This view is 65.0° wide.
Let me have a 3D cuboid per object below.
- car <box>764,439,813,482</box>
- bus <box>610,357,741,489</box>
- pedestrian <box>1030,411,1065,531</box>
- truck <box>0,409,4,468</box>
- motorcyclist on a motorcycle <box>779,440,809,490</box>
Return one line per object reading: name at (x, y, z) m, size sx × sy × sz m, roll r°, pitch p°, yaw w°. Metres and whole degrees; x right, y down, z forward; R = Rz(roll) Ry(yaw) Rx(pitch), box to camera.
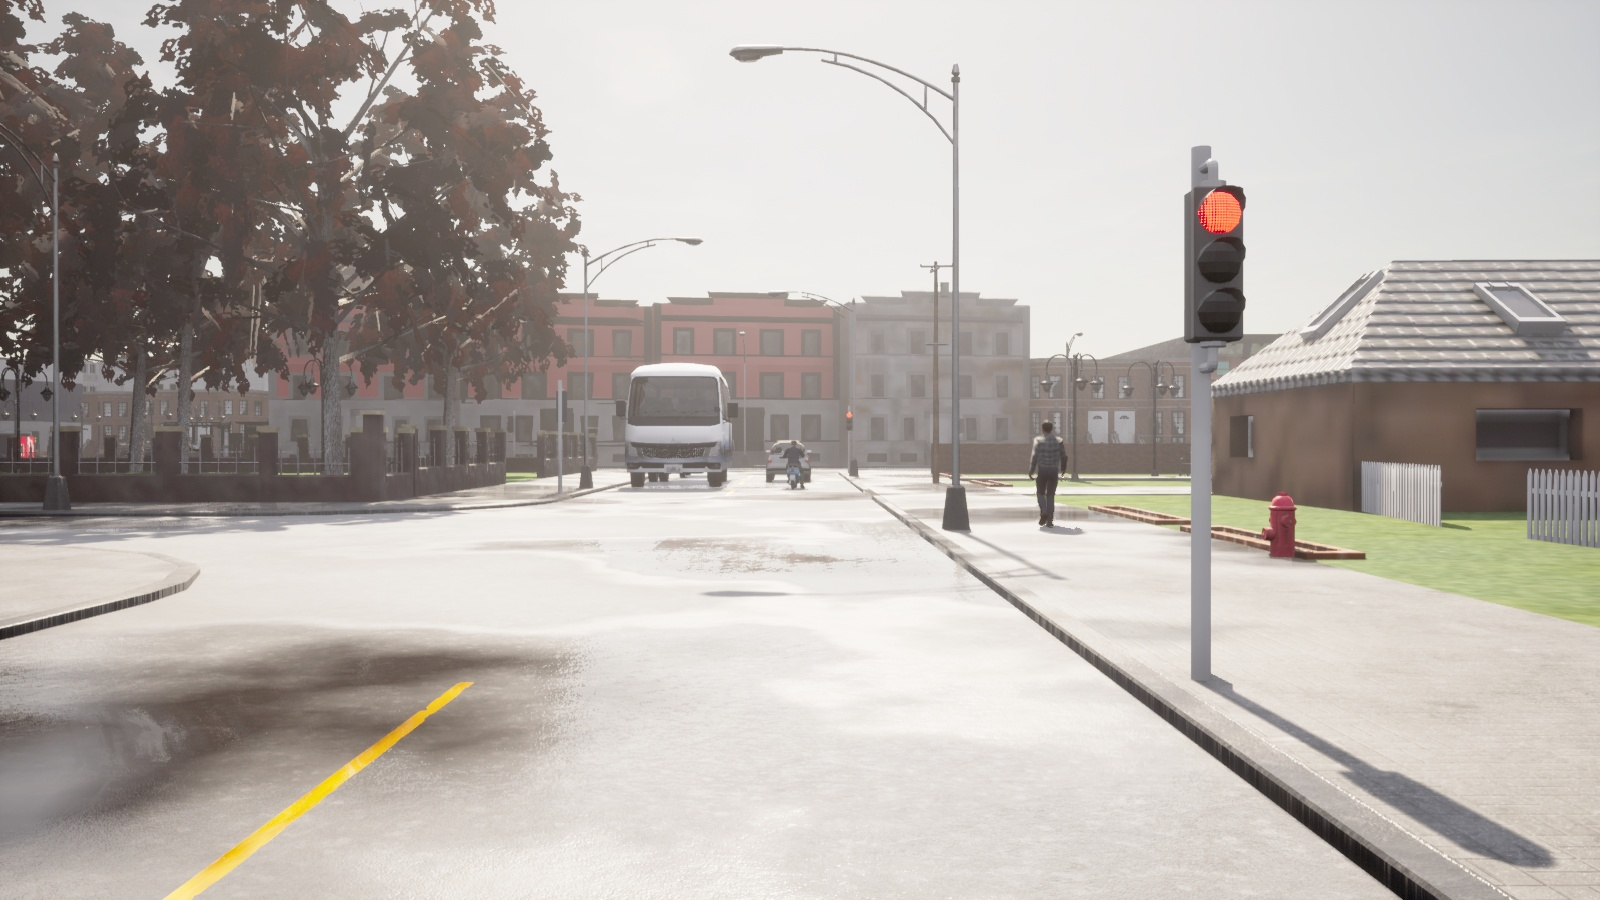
car at (-0.449, 0.367, 49.184) m, size 1.851 × 1.617 × 3.988 m, roll 0°, pitch 0°, yaw 0°
bus at (-4.227, -0.890, 45.382) m, size 3.944 × 4.253 × 10.273 m, roll 0°, pitch 0°, yaw -1°
pedestrian at (4.080, 0.342, 20.732) m, size 0.423 × 1.949 × 0.788 m, roll 0°, pitch 0°, yaw -1°
truck at (-51.014, -0.687, 72.718) m, size 7.936 × 3.462 × 2.891 m, roll 0°, pitch 0°, yaw 0°
motorcyclist on a motorcycle at (-0.194, 0.469, 40.873) m, size 0.866 × 1.590 × 1.817 m, roll 0°, pitch 0°, yaw 3°
